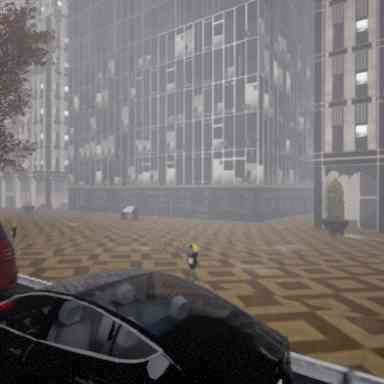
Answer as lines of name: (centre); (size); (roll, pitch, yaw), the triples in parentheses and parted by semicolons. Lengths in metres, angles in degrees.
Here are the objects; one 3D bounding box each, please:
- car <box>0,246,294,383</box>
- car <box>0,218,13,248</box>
car: (-1.088, 1.551, 3.655); (4.313, 1.339, 1.947); (0, 0, 36)
car: (-5.583, 1.271, 6.863); (5.009, 1.841, 2.192); (0, 0, 36)
